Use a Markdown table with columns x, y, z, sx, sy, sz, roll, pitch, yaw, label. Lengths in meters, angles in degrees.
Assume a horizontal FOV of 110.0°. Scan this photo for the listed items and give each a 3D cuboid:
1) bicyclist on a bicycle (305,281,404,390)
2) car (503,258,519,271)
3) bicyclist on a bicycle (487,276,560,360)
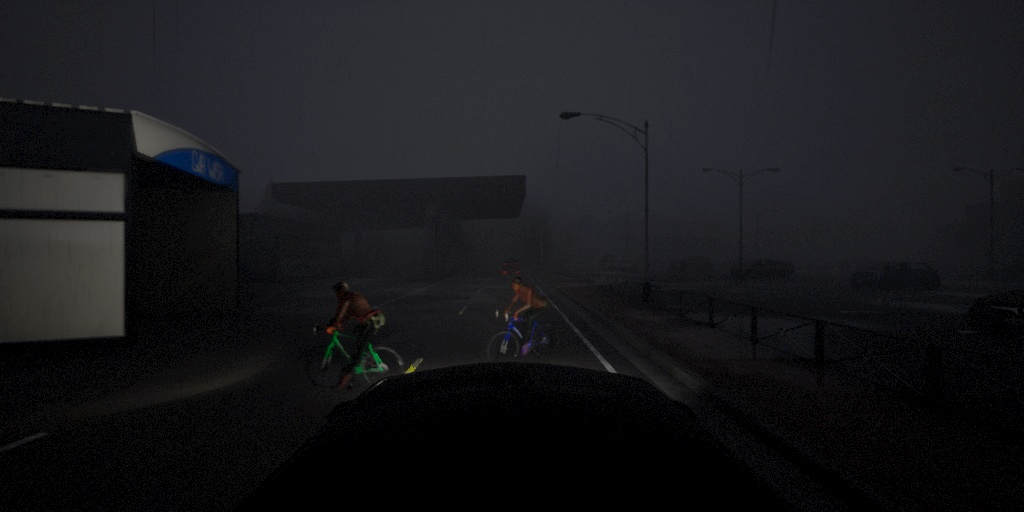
| x | y | z | sx | sy | sz | roll | pitch | yaw | label |
| --- | --- | --- | --- | --- | --- | --- | --- | --- | --- |
| -2.362 | 1.201 | 5.303 | 1.656 | 1.620 | 0.582 | -2 | 0 | 12 | bicyclist on a bicycle |
| -0.115 | 1.053 | 48.204 | 2.097 | 1.767 | 4.553 | 0 | 0 | 0 | car |
| 0.239 | 1.193 | 6.668 | 1.656 | 1.620 | 0.582 | -2 | 1 | -32 | bicyclist on a bicycle |
